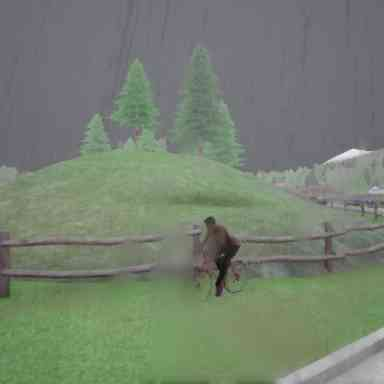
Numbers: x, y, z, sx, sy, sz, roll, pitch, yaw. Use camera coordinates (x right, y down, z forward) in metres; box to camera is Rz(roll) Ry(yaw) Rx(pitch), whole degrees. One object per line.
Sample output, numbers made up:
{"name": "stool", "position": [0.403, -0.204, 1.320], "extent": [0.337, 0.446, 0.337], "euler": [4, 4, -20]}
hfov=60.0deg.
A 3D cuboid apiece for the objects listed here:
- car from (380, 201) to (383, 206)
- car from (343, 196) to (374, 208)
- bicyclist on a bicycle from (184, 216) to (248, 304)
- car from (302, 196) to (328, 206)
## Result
{"name": "car", "position": [28.513, 1.511, 46.500], "extent": [1.812, 1.442, 4.674], "euler": [0, 0, -12]}
{"name": "car", "position": [24.387, 1.338, 48.755], "extent": [2.097, 1.767, 4.553], "euler": [0, 0, -16]}
{"name": "bicyclist on a bicycle", "position": [0.500, 1.289, 6.504], "extent": [1.656, 1.620, 0.582], "euler": [-3, 2, -36]}
{"name": "car", "position": [19.599, 1.491, 53.076], "extent": [1.837, 1.490, 4.892], "euler": [0, 0, -16]}
